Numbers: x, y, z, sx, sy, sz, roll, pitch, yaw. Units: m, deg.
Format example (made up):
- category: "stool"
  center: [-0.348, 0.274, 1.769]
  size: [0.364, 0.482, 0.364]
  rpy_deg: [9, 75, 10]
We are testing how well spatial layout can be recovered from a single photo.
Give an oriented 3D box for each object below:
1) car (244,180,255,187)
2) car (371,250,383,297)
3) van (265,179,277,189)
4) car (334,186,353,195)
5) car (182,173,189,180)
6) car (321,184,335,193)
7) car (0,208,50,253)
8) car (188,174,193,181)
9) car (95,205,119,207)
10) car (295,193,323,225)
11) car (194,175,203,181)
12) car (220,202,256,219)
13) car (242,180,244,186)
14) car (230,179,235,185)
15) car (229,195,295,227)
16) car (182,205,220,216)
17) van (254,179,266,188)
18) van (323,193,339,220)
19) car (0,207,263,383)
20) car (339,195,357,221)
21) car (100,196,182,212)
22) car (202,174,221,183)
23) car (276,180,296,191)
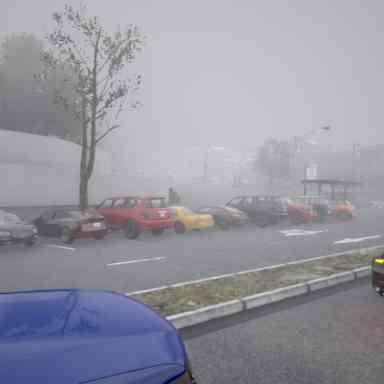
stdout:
- category: "car"
  center: [14.215, -1.831, 73.853]
  size: [1.946, 1.575, 5.366]
  rpy_deg: [7, 3, 35]
- category: "car"
  center: [5.792, 1.512, 7.237]
  size: [4.892, 1.490, 1.837]
  rpy_deg: [0, 0, -35]
- category: "van"
  center: [17.509, -1.510, 68.645]
  size: [1.878, 1.987, 4.442]
  rpy_deg: [7, 4, 35]
- category: "car"
  center: [26.148, 0.118, 56.409]
  size: [2.002, 1.452, 4.674]
  rpy_deg: [7, 3, 35]
- category: "car"
  center: [0.196, -4.104, 93.367]
  size: [2.185, 1.767, 4.553]
  rpy_deg: [4, 1, 34]
- category: "car"
  center: [24.462, -0.445, 58.884]
  size: [2.435, 2.045, 5.566]
  rpy_deg: [7, 3, 35]
- category: "car"
  center: [-8.498, 1.493, 14.150]
  size: [4.892, 1.521, 2.231]
  rpy_deg: [-1, -1, 35]
- category: "car"
  center: [1.921, -3.869, 90.894]
  size: [2.185, 1.767, 4.553]
  rpy_deg: [6, 3, 34]
- category: "car"
  center: [-6.075, 1.523, 15.892]
  size: [4.792, 1.488, 2.163]
  rpy_deg: [-1, -1, 35]
- category: "car"
  center: [6.252, 1.260, 24.533]
  size: [5.566, 2.045, 2.435]
  rpy_deg: [-1, -1, 35]
- category: "car"
  center: [3.711, -3.717, 88.424]
  size: [2.435, 2.045, 5.566]
  rpy_deg: [7, 4, 34]
- category: "car"
  center: [1.305, 1.544, 21.079]
  size: [4.674, 1.452, 2.002]
  rpy_deg: [-1, -1, 35]
- category: "car"
  center: [12.388, -2.062, 76.177]
  size: [2.002, 1.452, 4.674]
  rpy_deg: [7, 4, 35]
- category: "car"
  center: [10.650, -2.336, 78.642]
  size: [2.002, 1.452, 4.674]
  rpy_deg: [7, 3, 35]
- category: "car"
  center: [3.736, 1.257, 22.832]
  size: [5.566, 2.045, 2.435]
  rpy_deg: [-1, -1, 35]
- category: "car"
  center: [-1.304, 1.499, 19.456]
  size: [5.366, 1.575, 1.946]
  rpy_deg: [-1, -1, 35]
- category: "van"
  center: [15.784, -1.783, 71.119]
  size: [1.878, 1.987, 4.442]
  rpy_deg: [7, 4, 35]
- category: "van"
  center: [8.794, 1.289, 26.198]
  size: [4.442, 1.987, 1.878]
  rpy_deg: [-1, -1, 35]
- category: "car"
  center: [-2.459, 1.221, 1.382]
  size: [5.566, 2.045, 2.150]
  rpy_deg: [0, 0, -35]
- category: "car"
  center: [11.206, 1.395, 27.944]
  size: [4.553, 1.767, 2.185]
  rpy_deg: [-1, -1, 35]
- category: "car"
  center: [-3.627, 1.246, 17.633]
  size: [5.566, 2.045, 2.435]
  rpy_deg: [-1, -1, 35]
- category: "car"
  center: [5.558, -3.195, 86.162]
  size: [1.946, 1.575, 5.366]
  rpy_deg: [7, 3, 34]
- category: "car"
  center: [19.265, -1.011, 66.280]
  size: [2.231, 1.521, 4.892]
  rpy_deg: [7, 3, 35]
